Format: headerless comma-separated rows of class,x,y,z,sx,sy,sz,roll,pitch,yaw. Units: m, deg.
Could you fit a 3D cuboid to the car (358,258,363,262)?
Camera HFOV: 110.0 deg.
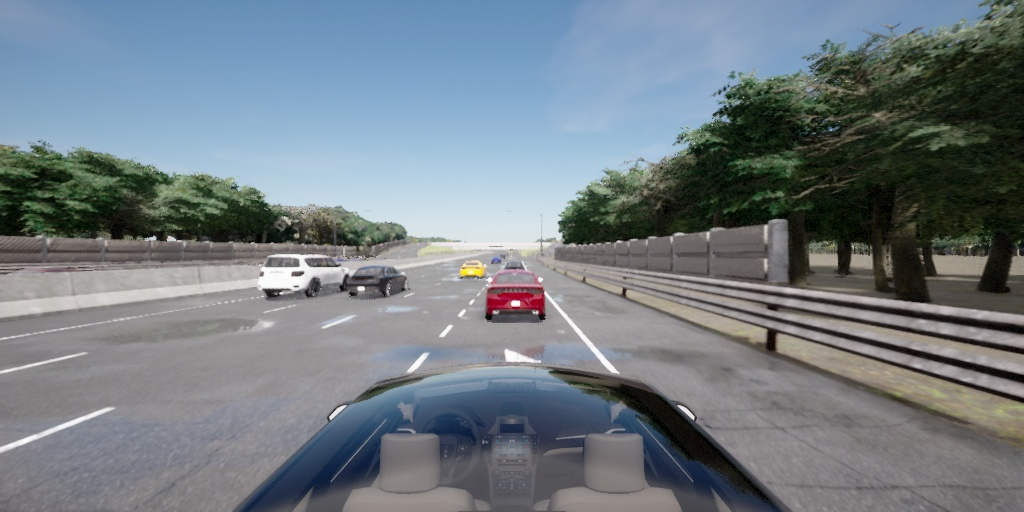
car,-24.248,1.075,55.768,2.033,1.411,5.357,0,1,1

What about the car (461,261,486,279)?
car,-3.409,1.210,32.222,1.882,1.535,5.008,0,0,0

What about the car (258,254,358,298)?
car,-10.373,0.960,18.488,2.150,2.045,5.566,0,0,0

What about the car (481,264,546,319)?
car,0.113,1.221,12.859,1.882,1.535,5.008,0,0,0

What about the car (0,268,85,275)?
car,-21.077,1.264,15.959,1.812,1.442,4.674,0,0,0

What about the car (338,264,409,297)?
car,-6.871,1.244,18.770,1.837,1.490,4.892,0,0,0

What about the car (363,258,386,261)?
car,-20.748,1.069,56.146,2.033,1.411,5.357,0,1,1

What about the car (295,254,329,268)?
car,-31.232,0.742,56.180,2.150,2.045,5.566,0,1,1

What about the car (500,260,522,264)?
car,0.187,1.238,31.221,1.837,1.490,4.892,0,0,0
